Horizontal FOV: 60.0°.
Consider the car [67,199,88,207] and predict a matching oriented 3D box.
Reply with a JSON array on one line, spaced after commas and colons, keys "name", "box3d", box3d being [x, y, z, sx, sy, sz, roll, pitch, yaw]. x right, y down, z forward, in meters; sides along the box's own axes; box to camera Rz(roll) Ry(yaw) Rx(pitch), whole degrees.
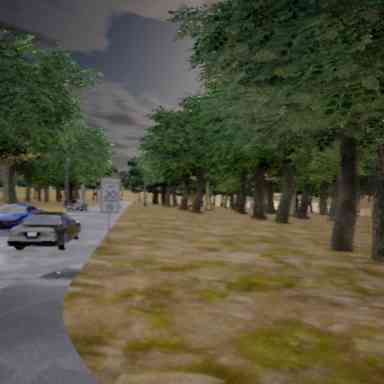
[{"name": "car", "box3d": [-13.313, 1.584, 38.830, 1.837, 1.490, 4.892, 2, -1, -9]}]

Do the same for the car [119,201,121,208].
[{"name": "car", "box3d": [-12.871, 1.888, 54.708, 1.837, 1.490, 4.892, 2, -1, -10]}]

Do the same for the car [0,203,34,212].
[{"name": "car", "box3d": [-9.960, 1.403, 18.785, 1.882, 1.535, 5.008, 2, -1, -10]}]

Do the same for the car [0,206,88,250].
[{"name": "car", "box3d": [-6.057, 1.552, 14.220, 2.033, 1.411, 5.357, 2, -1, -10]}]
